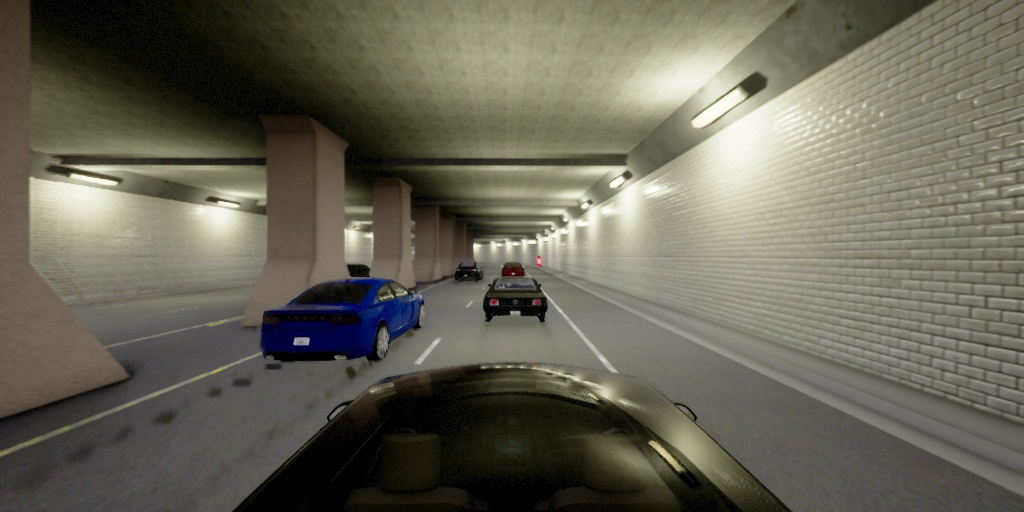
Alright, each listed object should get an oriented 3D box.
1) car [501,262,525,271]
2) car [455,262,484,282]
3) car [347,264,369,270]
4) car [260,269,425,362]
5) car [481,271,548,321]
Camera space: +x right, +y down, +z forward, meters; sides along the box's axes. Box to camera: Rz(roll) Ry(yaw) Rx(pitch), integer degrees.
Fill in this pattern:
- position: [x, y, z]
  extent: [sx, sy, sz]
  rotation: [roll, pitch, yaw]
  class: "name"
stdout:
- position: [0.100, 1.231, 30.475]
  extent: [1.882, 1.535, 5.008]
  rotation: [0, 0, 0]
  class: "car"
- position: [-3.398, 1.245, 28.844]
  extent: [2.128, 1.511, 4.902]
  rotation: [0, 0, 0]
  class: "car"
- position: [-10.597, 1.258, 23.109]
  extent: [1.837, 1.490, 4.892]
  rotation: [0, 0, 0]
  class: "car"
- position: [-3.400, 1.229, 8.267]
  extent: [1.882, 1.535, 5.008]
  rotation: [0, 0, 0]
  class: "car"
- position: [0.100, 1.352, 12.420]
  extent: [1.895, 1.301, 4.718]
  rotation: [0, 0, 0]
  class: "car"
